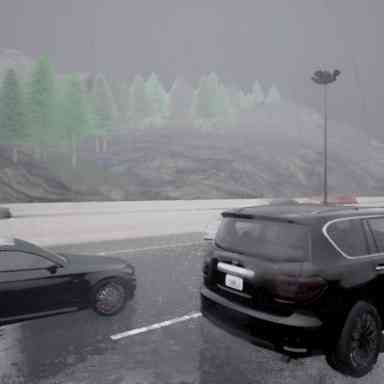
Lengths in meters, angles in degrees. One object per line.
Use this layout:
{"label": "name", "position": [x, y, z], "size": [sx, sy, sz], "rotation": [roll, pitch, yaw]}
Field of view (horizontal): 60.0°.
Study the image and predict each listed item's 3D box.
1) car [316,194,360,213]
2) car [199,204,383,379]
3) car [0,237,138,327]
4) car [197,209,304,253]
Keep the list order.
{"label": "car", "position": [16.706, 1.266, 37.995], "size": [5.566, 2.045, 2.150], "rotation": [0, 0, -36]}
{"label": "car", "position": [2.702, 1.229, 5.772], "size": [5.566, 2.045, 2.150], "rotation": [0, 0, -36]}
{"label": "car", "position": [-3.248, 1.540, 5.814], "size": [4.674, 1.442, 1.812], "rotation": [0, 0, -35]}
{"label": "car", "position": [2.621, 1.547, 14.384], "size": [4.674, 1.442, 1.812], "rotation": [0, 0, -36]}
